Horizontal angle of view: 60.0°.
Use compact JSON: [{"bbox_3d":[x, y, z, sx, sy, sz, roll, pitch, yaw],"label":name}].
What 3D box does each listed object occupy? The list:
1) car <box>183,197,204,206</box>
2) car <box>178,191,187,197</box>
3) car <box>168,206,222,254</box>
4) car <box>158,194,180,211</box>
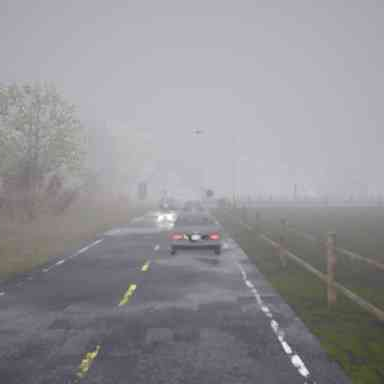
[{"bbox_3d":[0.107,1.410,29.963,1.994,1.385,4.181,0,0,0],"label":"car"},{"bbox_3d":[-2.727,0.614,94.792,2.150,2.045,5.566,0,0,0],"label":"car"},{"bbox_3d":[0.106,1.485,13.135,2.033,1.411,5.357,0,0,0],"label":"car"},{"bbox_3d":[-2.742,1.298,37.174,2.128,1.511,4.902,0,0,0],"label":"car"}]
